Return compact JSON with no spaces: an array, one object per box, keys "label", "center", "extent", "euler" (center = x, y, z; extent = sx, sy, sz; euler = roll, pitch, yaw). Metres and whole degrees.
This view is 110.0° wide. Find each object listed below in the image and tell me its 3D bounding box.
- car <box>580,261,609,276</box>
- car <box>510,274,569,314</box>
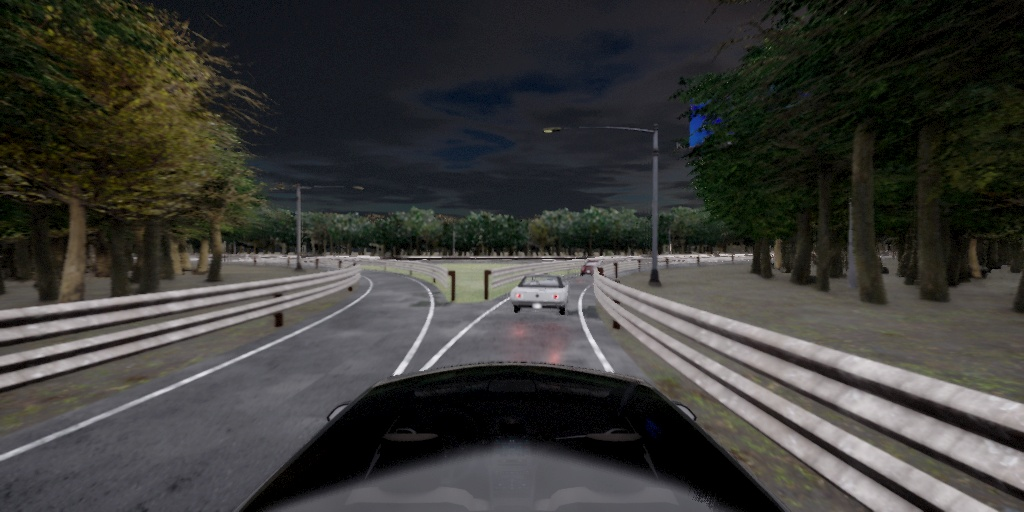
[{"label":"car","center":[7.763,1.146,33.593],"extent":[1.812,1.442,4.674],"euler":[0,1,27]},{"label":"car","center":[1.270,1.363,14.085],"extent":[1.895,1.301,4.718],"euler":[0,0,11]}]
